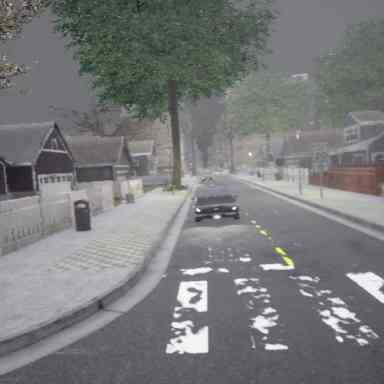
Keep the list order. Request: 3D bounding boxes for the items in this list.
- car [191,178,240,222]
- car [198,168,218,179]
[{"bbox_3d":[1.014,0.356,15.110,2.033,1.411,5.357,-4,4,2],"label":"car"},{"bbox_3d":[2.102,-2.077,45.157,1.837,1.490,4.892,-4,4,2],"label":"car"}]
